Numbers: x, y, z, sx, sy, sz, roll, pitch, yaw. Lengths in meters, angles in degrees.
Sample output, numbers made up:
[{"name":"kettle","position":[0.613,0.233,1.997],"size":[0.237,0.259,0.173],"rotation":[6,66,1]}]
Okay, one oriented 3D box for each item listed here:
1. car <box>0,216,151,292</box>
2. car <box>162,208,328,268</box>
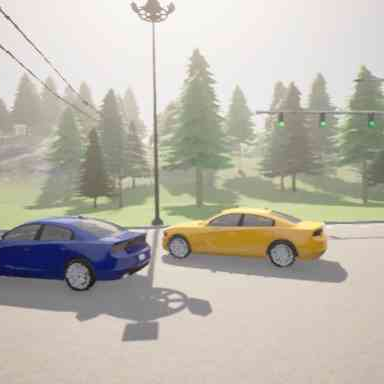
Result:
[{"name":"car","position":[-3.507,1.360,8.384],"size":[5.008,1.535,1.882],"rotation":[-1,1,18]},{"name":"car","position":[1.445,1.233,10.181],"size":[5.008,1.535,1.882],"rotation":[0,1,24]}]
